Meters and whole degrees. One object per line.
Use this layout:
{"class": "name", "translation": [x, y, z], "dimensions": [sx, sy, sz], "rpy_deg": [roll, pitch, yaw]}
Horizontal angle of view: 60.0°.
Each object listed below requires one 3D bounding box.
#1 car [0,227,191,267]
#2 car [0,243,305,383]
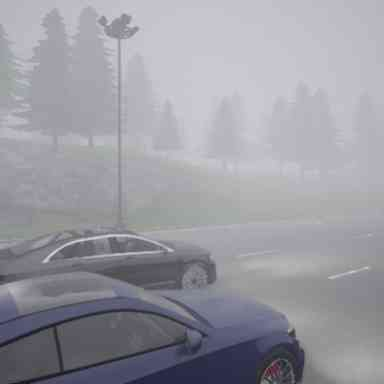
{"class": "car", "translation": [-1.661, 1.480, 6.860], "dimensions": [4.902, 1.511, 2.128], "rpy_deg": [0, 0, -36]}
{"class": "car", "translation": [-0.950, 1.522, 3.069], "dimensions": [4.674, 1.442, 1.812], "rpy_deg": [0, 0, -36]}
